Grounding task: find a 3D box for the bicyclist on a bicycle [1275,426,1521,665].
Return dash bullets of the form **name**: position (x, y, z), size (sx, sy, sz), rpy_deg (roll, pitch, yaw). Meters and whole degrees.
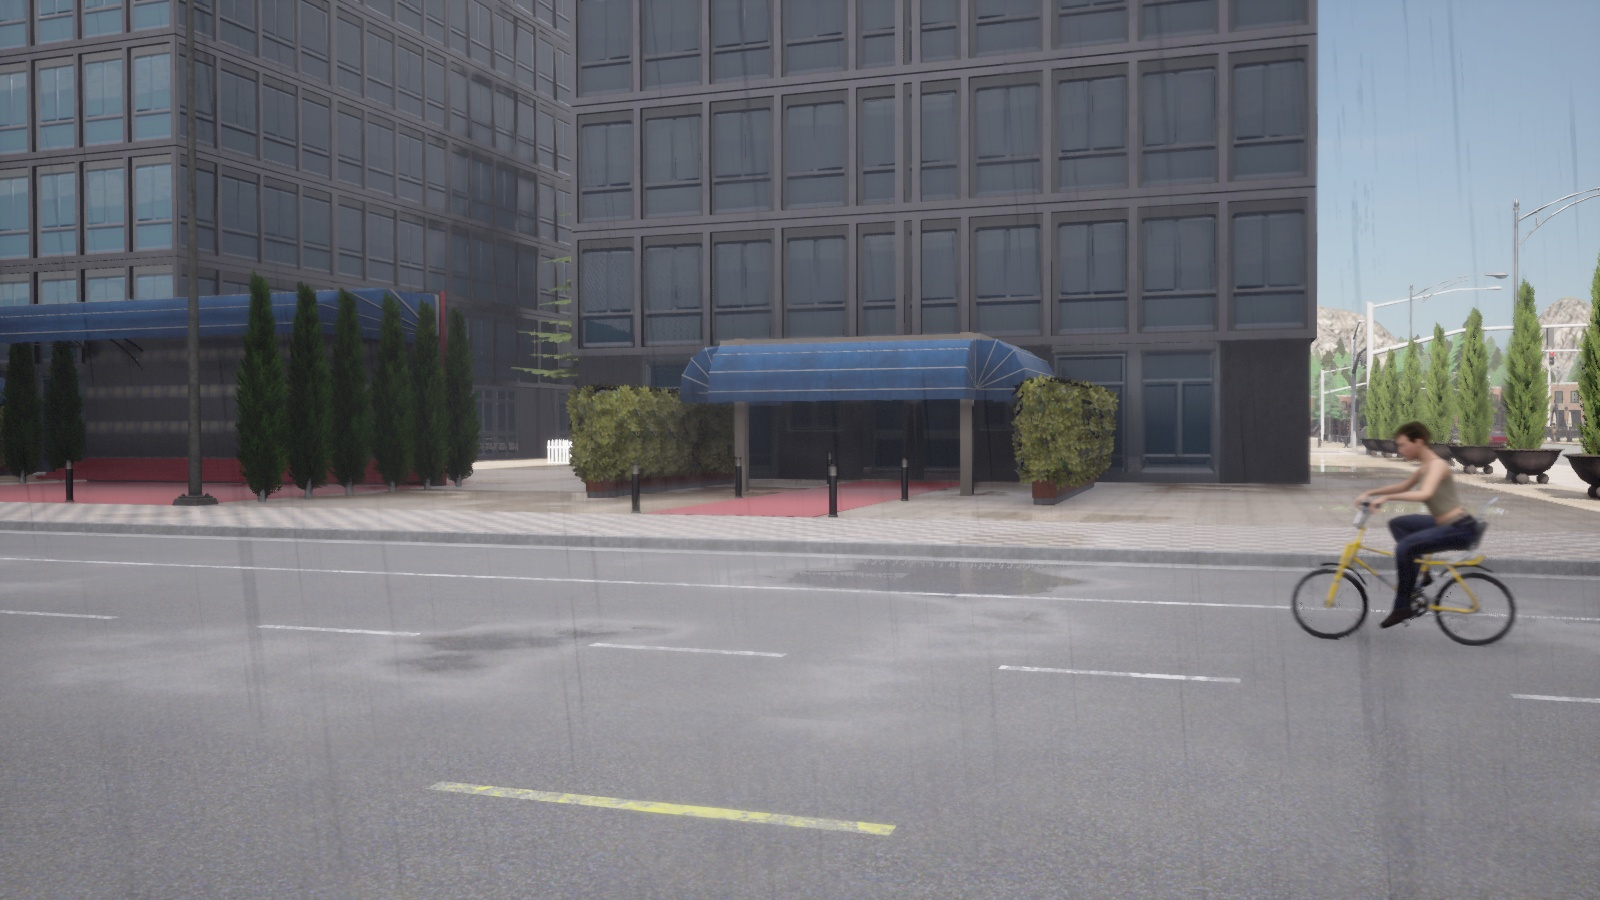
- **bicyclist on a bicycle**: position (4.284, 0.633, 9.132), size (1.509, 1.612, 0.866), rpy_deg (1, 1, 19)
